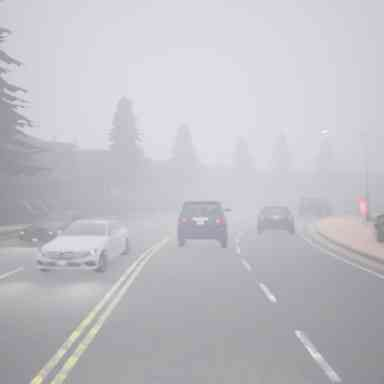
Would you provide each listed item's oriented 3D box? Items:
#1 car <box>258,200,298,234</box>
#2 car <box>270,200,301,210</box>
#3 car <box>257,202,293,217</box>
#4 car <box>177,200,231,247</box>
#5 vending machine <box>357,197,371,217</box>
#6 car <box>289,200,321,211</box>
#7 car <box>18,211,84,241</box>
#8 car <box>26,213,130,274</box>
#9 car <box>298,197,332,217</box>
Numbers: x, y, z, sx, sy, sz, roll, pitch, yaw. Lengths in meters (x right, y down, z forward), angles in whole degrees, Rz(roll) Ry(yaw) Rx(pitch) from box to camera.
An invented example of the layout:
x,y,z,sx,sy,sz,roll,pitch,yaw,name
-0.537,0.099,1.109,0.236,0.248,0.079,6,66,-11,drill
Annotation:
x,y,z,sx,sy,sz,roll,pitch,yaw,name
5.326,1.564,21.082,2.097,1.767,4.553,0,0,15,car
14.564,1.990,51.515,5.008,1.535,1.882,1,-1,-34,car
9.227,1.913,36.634,2.033,1.411,5.357,0,-1,37,car
0.666,1.382,16.180,2.150,2.045,5.566,0,-1,7,car
18.320,1.549,35.498,1.100,2.100,0.880,-1,-1,45,vending machine
16.654,1.990,48.750,4.892,1.490,1.837,0,-1,-34,car
-6.471,1.718,17.083,2.033,1.411,5.357,0,-1,8,car
-3.351,1.638,11.186,1.812,1.442,4.674,0,-1,3,car
13.499,1.585,36.317,2.150,2.045,5.566,-1,-1,39,car
